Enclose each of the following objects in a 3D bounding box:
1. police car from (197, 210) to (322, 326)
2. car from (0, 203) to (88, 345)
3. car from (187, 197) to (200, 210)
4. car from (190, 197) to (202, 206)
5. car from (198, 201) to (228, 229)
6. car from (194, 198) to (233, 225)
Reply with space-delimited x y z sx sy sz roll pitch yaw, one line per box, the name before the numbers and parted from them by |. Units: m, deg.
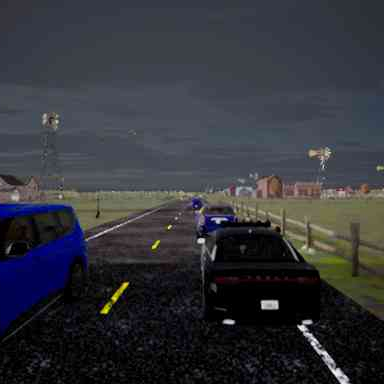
police car | 1.159 1.439 7.409 1.930 1.638 5.238 0 0 1
car | -3.417 1.237 5.281 2.150 2.045 5.566 0 0 1
car | 0.605 1.654 45.268 1.812 1.442 4.674 0 0 1
car | 0.760 1.690 61.921 2.128 1.511 4.902 0 0 1
car | 1.351 1.510 23.489 1.801 1.575 5.366 0 0 1
car | 1.276 1.388 17.270 2.097 1.767 4.553 0 0 1
